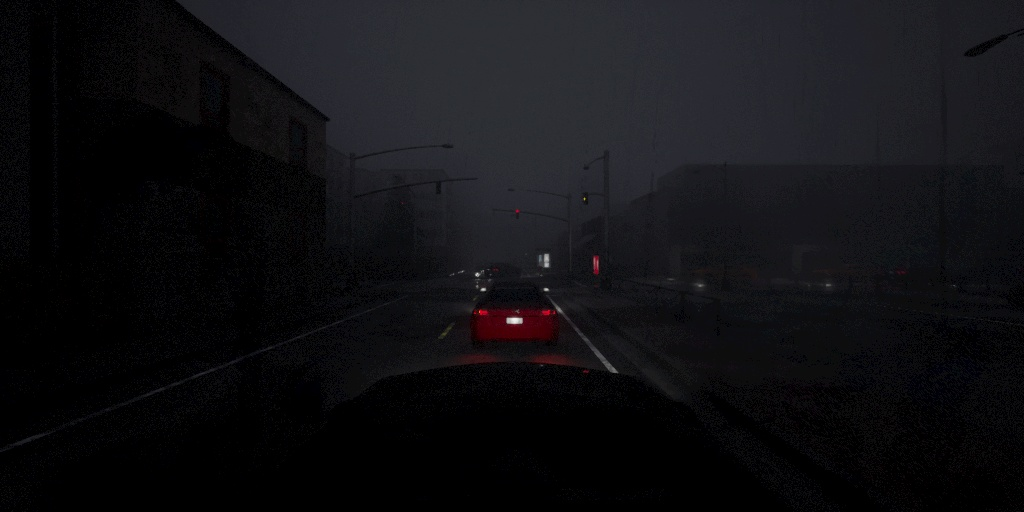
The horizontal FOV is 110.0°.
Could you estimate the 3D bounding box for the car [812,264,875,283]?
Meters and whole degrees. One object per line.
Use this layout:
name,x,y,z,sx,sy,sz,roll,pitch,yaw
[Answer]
car,27.558,1.404,29.524,5.008,1.535,1.882,0,0,0

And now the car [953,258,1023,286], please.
car,38.047,1.148,29.516,5.566,2.045,2.150,0,0,0

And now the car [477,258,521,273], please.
car,-0.783,1.339,33.230,2.128,1.511,4.902,2,3,26

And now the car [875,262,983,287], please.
car,29.883,1.418,25.830,4.902,1.511,2.128,0,0,0

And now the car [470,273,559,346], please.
car,0.073,1.314,9.461,1.994,1.385,4.181,0,0,1

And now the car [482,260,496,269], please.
car,-3.515,1.351,56.365,1.895,1.301,4.718,0,0,0

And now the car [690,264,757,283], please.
car,17.332,1.404,29.515,5.008,1.535,1.882,0,0,0
